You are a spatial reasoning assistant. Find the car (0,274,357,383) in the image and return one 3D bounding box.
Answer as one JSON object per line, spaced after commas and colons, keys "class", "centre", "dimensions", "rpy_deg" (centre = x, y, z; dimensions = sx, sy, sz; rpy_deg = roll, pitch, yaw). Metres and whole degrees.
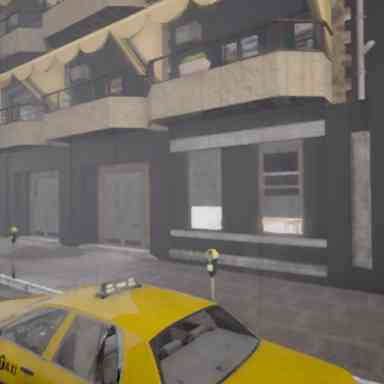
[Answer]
{"class": "car", "centre": [-0.933, 1.534, 3.393], "dimensions": [4.829, 1.417, 1.752], "rpy_deg": [0, -1, 35]}
